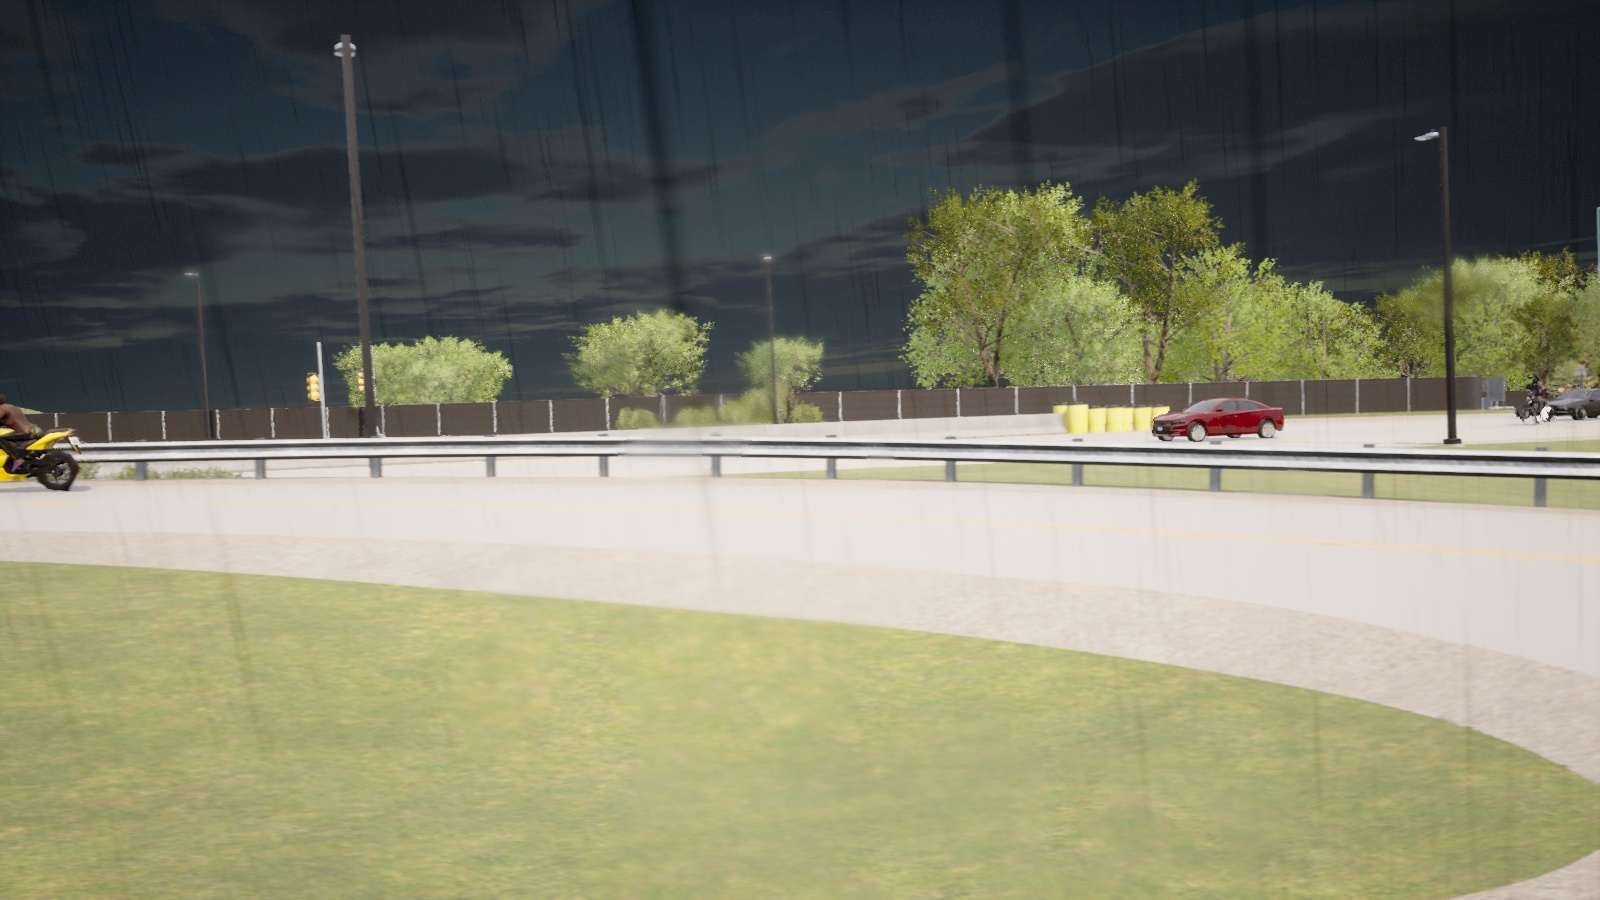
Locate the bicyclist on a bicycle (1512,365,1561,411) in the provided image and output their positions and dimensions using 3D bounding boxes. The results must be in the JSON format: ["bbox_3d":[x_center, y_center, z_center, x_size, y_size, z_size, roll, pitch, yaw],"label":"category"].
[{"bbox_3d":[29.731,-2.512,50.713,1.843,1.776,0.659,-4,2,-21],"label":"bicyclist on a bicycle"}]

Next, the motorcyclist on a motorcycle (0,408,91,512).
[{"bbox_3d":[-12.164,0.156,19.247,2.044,1.523,0.797,-2,3,-8],"label":"motorcyclist on a motorcycle"}]

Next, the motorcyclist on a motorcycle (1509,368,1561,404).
[{"bbox_3d":[36.286,-3.162,62.003,2.350,1.649,0.766,-3,2,-14],"label":"motorcyclist on a motorcycle"}]

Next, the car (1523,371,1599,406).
[{"bbox_3d":[35.545,-2.835,56.766,5.357,1.411,2.033,-4,2,-21],"label":"car"}]

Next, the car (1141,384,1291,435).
[{"bbox_3d":[14.862,-1.435,44.862,5.008,1.535,1.882,-4,2,-21],"label":"car"}]
